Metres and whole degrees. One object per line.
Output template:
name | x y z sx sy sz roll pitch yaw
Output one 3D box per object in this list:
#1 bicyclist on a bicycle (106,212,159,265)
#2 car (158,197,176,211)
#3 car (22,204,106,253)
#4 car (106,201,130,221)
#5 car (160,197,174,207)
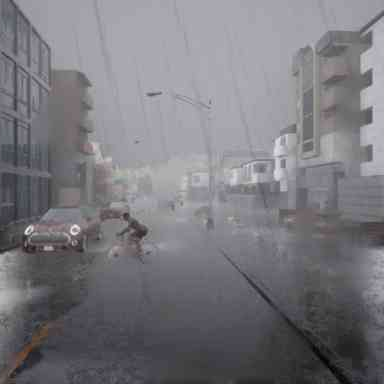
bicyclist on a bicycle | -1.856 1.450 10.313 1.656 1.620 0.582 -2 0 -5
car | -3.097 1.504 40.933 1.837 1.490 4.892 0 0 -5
car | -5.109 1.353 13.662 2.097 1.767 4.553 0 0 -5
car | -6.192 1.477 27.250 1.882 1.535 5.008 0 0 -4
car | -3.929 1.547 51.223 2.033 1.411 5.357 0 0 -5
